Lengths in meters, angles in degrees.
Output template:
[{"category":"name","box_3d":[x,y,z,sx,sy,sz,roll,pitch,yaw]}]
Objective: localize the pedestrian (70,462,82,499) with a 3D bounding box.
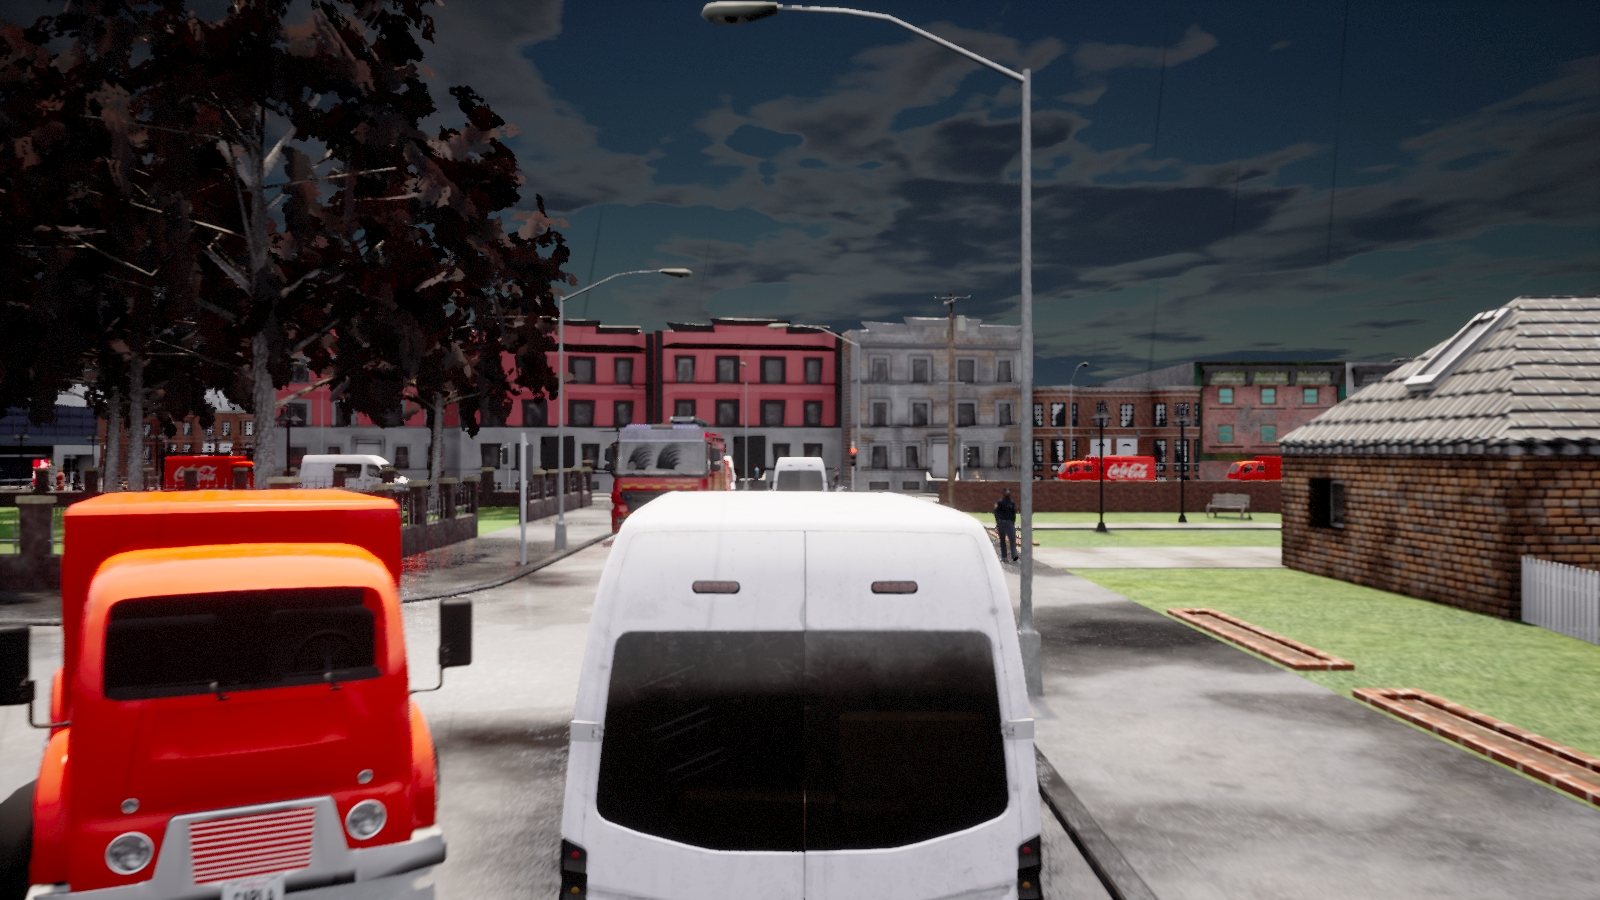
[{"category":"pedestrian","box_3d":[-36.203,1.531,57.150,0.375,1.860,0.375,0,0,5]}]

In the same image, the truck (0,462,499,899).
[{"category":"truck","box_3d":[-4.155,1.349,8.444,2.627,2.467,5.204,0,0,-28]}]

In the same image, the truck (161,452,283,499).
[{"category":"truck","box_3d":[-30.987,1.354,61.381,5.204,2.467,2.627,0,0,0]}]

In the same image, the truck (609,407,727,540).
[{"category":"truck","box_3d":[-4.052,0.674,36.972,2.891,3.827,8.468,0,0,0]}]

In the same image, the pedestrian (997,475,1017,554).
[{"category":"pedestrian","box_3d":[4.925,1.527,27.186,0.375,1.860,0.375,0,0,-4]}]

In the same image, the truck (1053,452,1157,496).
[{"category":"truck","box_3d":[17.415,1.356,65.442,5.204,2.467,2.627,0,0,0]}]

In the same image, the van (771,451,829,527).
[{"category":"van","box_3d":[-0.008,1.318,41.648,1.988,2.561,5.915,0,0,0]}]

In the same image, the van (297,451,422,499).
[{"category":"van","box_3d":[-23.616,1.320,61.406,5.915,2.561,1.988,0,0,0]}]

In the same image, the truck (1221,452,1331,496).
[{"category":"truck","box_3d":[27.228,1.358,65.448,5.204,2.467,2.627,0,0,0]}]

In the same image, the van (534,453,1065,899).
[{"category":"van","box_3d":[-0.142,1.315,7.249,1.988,2.561,5.915,0,0,-3]}]

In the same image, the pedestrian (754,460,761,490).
[{"category":"pedestrian","box_3d":[-2.596,1.530,69.997,0.375,1.860,0.375,0,0,9]}]

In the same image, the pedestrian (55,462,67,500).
[{"category":"pedestrian","box_3d":[-36.648,1.527,56.646,0.375,1.860,0.375,0,0,39]}]
